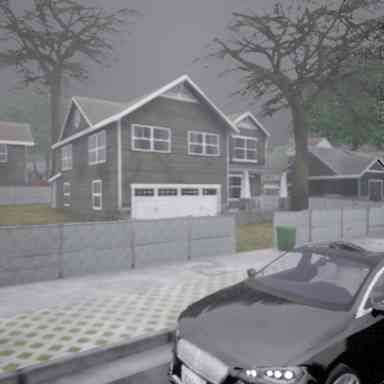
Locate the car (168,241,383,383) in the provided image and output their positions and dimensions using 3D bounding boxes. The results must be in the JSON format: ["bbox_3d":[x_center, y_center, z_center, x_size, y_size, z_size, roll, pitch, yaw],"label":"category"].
[{"bbox_3d":[2.007,1.500,4.505,4.902,1.511,2.128,0,0,-36],"label":"car"}]
